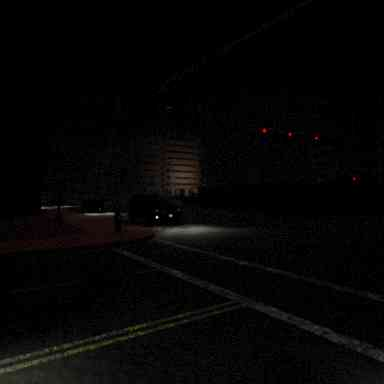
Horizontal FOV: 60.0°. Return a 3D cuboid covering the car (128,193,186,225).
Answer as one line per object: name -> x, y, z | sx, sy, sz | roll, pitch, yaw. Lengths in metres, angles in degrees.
car -> -2.892, 1.220, 24.502 | 2.150, 2.045, 5.566 | 0, 0, -33

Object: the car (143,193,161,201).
car -> -9.827, 1.156, 81.483 | 3.866, 1.878, 1.905 | 0, 0, -34

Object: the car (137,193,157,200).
car -> -11.404, 1.153, 83.910 | 4.605, 1.855, 1.932 | 0, 0, -34

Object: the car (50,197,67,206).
car -> -21.934, 1.548, 54.413 | 2.033, 1.411, 5.357 | 0, 0, -32

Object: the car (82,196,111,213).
car -> -10.949, 1.504, 37.102 | 1.837, 1.490, 4.892 | 0, 0, -32

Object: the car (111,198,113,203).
car -> -17.252, 1.526, 66.768 | 1.812, 1.442, 4.674 | 0, 0, -33

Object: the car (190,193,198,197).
car -> 1.207, 1.156, 65.255 | 3.866, 1.878, 1.905 | 0, 0, -34
